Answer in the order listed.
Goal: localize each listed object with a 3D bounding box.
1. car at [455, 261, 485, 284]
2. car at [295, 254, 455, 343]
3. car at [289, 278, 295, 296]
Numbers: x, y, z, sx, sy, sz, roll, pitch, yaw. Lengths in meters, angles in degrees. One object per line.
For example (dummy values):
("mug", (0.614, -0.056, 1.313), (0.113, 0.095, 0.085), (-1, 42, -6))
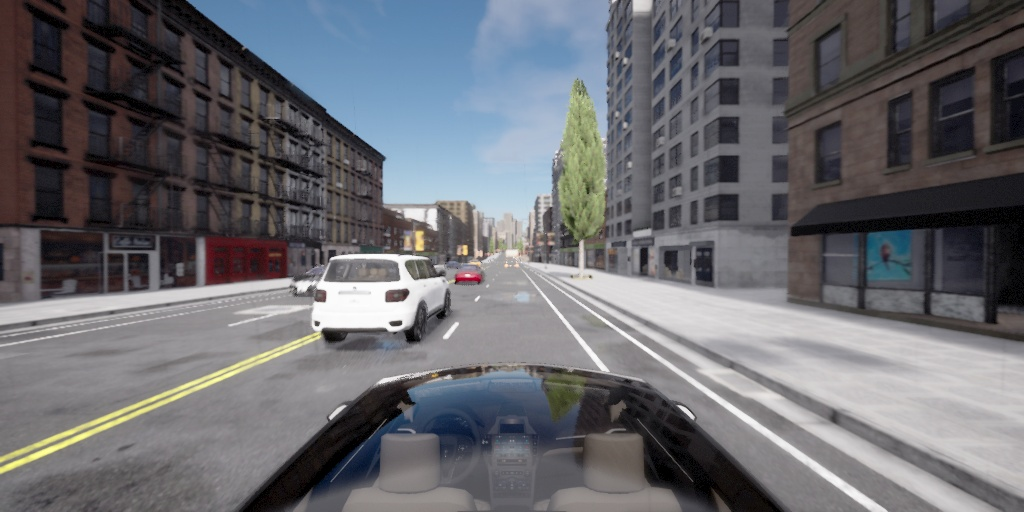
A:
("car", (-3.160, 1.346, 27.445), (1.994, 1.385, 4.181), (0, 0, 0))
("car", (-3.156, 0.975, 9.859), (2.150, 2.045, 5.566), (0, 0, 0))
("car", (-9.854, 1.257, 19.291), (2.128, 1.511, 4.902), (0, 0, 0))
